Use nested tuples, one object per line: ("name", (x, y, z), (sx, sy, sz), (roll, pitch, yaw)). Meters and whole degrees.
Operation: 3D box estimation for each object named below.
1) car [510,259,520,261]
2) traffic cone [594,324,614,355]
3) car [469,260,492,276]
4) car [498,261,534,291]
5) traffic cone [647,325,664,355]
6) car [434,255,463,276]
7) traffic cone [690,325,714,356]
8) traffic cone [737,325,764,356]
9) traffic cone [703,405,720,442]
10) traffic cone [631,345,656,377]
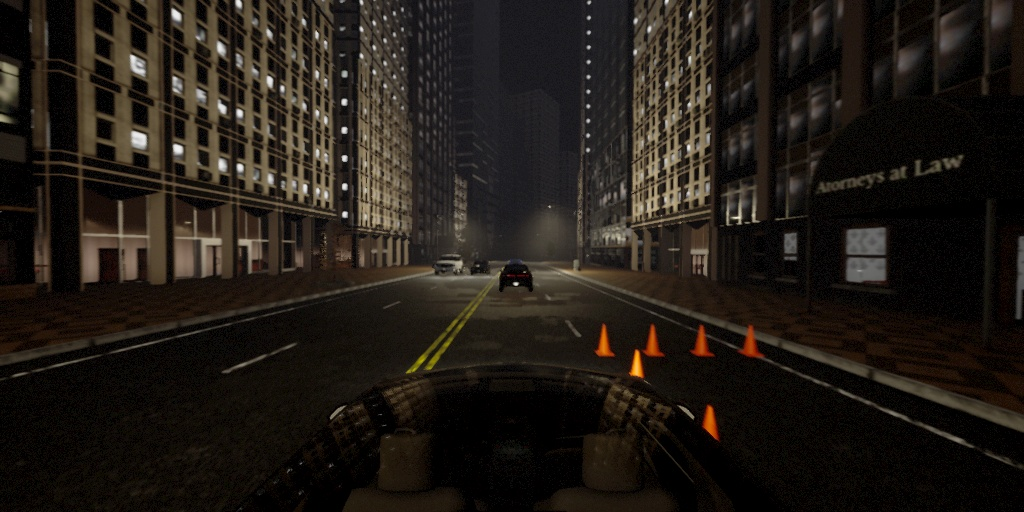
("car", (0.462, 1.137, 51.951), (1.882, 1.535, 5.008), (0, 0, 0))
("traffic cone", (1.895, 1.703, 7.381), (0.340, 0.580, 0.340), (0, 0, 0))
("car", (-3.097, 1.181, 35.912), (1.837, 1.490, 4.892), (0, 0, 1))
("car", (0.236, 1.220, 21.439), (1.837, 1.490, 4.892), (0, 0, 0))
("traffic cone", (2.895, 1.707, 7.373), (0.340, 0.580, 0.340), (0, 0, 0))
("car", (-6.345, 0.885, 36.456), (2.150, 2.045, 5.566), (0, 0, 1))
("traffic cone", (3.895, 1.711, 7.367), (0.340, 0.580, 0.340), (0, 0, 0))
("traffic cone", (4.895, 1.715, 7.359), (0.340, 0.580, 0.340), (0, 0, 0))
("traffic cone", (1.865, 1.710, 3.382), (0.340, 0.580, 0.340), (0, 0, 0))
("traffic cone", (1.881, 1.707, 5.382), (0.340, 0.580, 0.340), (0, 0, 0))
